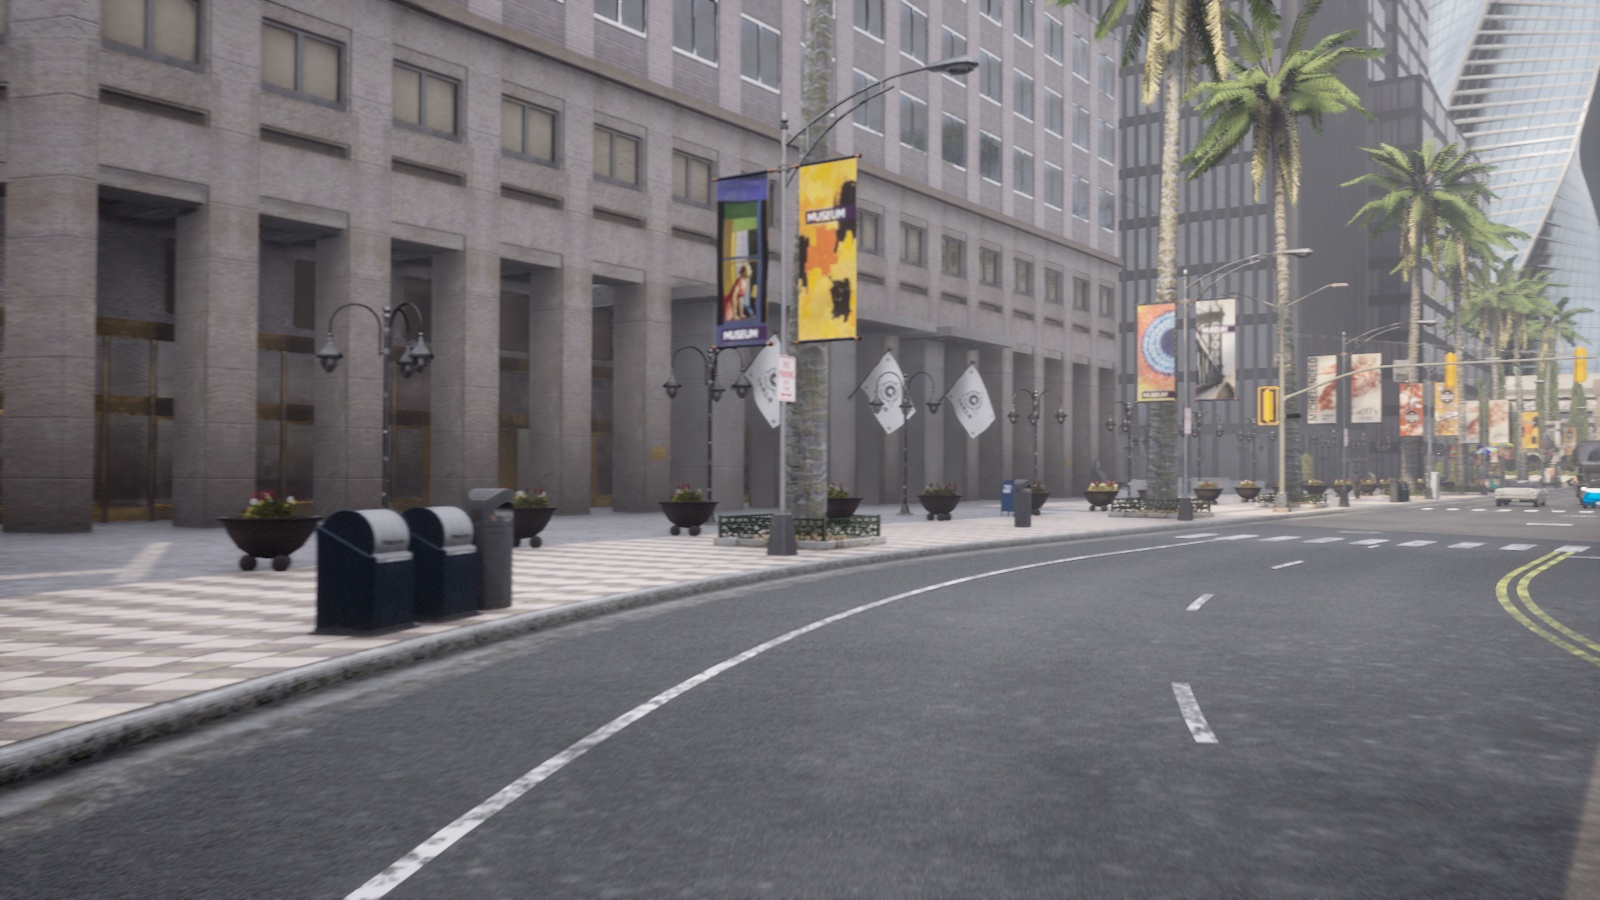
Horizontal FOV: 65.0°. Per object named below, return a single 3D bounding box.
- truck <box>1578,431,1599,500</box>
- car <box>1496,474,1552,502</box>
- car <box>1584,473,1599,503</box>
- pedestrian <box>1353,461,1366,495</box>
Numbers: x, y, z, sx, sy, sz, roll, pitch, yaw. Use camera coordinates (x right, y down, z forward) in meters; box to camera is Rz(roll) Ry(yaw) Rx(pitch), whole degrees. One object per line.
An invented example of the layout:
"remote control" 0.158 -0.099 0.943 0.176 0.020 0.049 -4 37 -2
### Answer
"truck" 43.134 0.823 66.246 2.891 3.462 7.936 -1 -1 36
"car" 35.958 1.860 62.332 1.895 1.301 4.718 -1 -1 36
"car" 37.432 1.744 58.422 1.481 1.376 2.207 -1 -2 36
"pedestrian" 30.427 1.531 68.287 0.540 1.848 0.694 -1 -1 29
